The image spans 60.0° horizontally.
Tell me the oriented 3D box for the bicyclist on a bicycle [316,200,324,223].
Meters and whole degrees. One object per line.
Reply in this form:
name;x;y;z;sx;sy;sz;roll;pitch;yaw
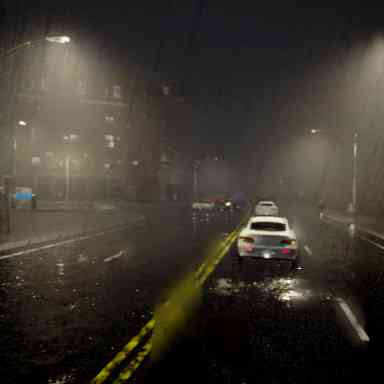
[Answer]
bicyclist on a bicycle;9.923;1.485;25.778;0.659;1.776;1.843;1;0;12

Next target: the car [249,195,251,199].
car;16.466;1.533;92.968;1.994;1.385;4.181;1;0;6

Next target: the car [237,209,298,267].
car;2.636;1.541;11.585;1.812;1.442;4.674;1;0;13

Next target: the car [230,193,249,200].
car;7.891;1.186;55.228;2.150;2.045;5.566;1;0;10

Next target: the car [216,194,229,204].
car;4.402;1.378;54.186;1.882;1.535;5.008;1;0;10

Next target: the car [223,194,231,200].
car;9.194;1.268;86.610;1.994;1.385;4.181;1;0;7

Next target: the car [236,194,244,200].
car;12.498;1.226;86.855;1.837;1.490;4.892;1;0;7

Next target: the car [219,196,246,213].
car;4.672;1.513;37.619;2.033;1.411;5.357;1;0;11

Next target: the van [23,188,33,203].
van;-20.113;0.352;37.558;3.998;1.788;1.690;2;-1;-17

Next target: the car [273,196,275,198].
car;17.184;1.581;72.496;1.837;1.490;4.892;1;0;8

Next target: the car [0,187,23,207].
car;-19.619;0.287;31.630;5.566;2.045;2.150;2;0;-17

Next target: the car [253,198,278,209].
car;6.465;1.558;29.032;1.812;1.442;4.674;1;0;12

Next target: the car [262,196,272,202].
car;18.525;1.659;82.647;1.895;1.301;4.718;1;0;7

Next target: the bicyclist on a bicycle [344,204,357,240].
bicyclist on a bicycle;8.002;1.477;16.906;0.659;1.776;1.843;1;0;13

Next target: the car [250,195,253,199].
car;12.865;1.552;64.844;1.812;1.442;4.674;1;0;9

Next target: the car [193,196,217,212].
car;1.337;1.500;37.519;1.895;1.301;4.718;1;0;11

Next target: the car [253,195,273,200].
car;9.839;1.515;46.591;1.882;1.535;5.008;1;0;10

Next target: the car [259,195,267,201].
car;19.688;1.545;92.538;1.837;1.490;4.892;1;0;6
